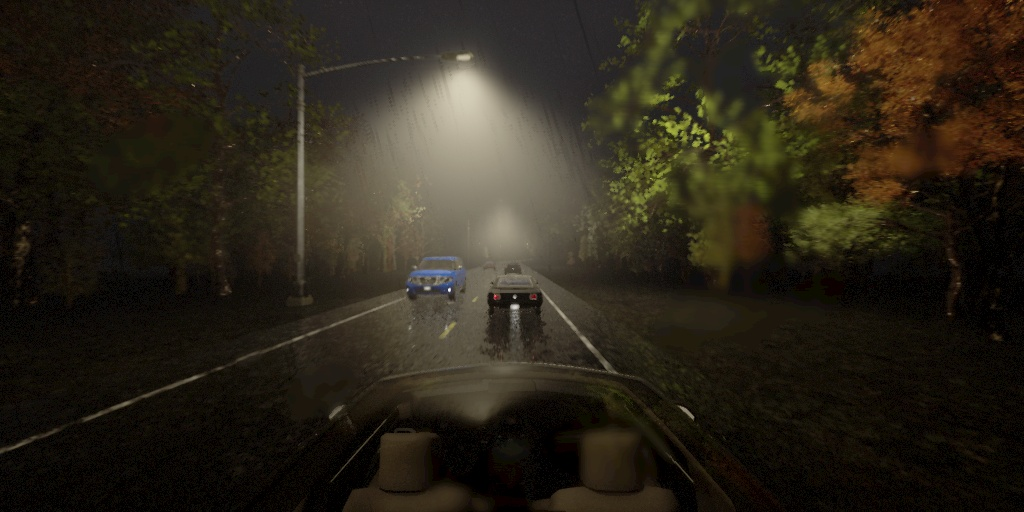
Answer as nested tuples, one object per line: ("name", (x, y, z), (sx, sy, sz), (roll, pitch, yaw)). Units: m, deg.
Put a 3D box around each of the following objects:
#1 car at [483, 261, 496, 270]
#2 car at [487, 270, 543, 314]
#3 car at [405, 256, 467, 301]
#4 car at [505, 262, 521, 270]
("car", (-3.551, 1.521, 57.346), (1.994, 1.385, 4.181), (0, 0, 0))
("car", (0.102, 1.400, 14.113), (1.895, 1.301, 4.718), (0, 0, 0))
("car", (-3.601, 1.035, 18.040), (2.150, 2.045, 5.566), (0, 0, 0))
("car", (0.101, 1.473, 43.801), (1.994, 1.385, 4.181), (0, 0, 0))
